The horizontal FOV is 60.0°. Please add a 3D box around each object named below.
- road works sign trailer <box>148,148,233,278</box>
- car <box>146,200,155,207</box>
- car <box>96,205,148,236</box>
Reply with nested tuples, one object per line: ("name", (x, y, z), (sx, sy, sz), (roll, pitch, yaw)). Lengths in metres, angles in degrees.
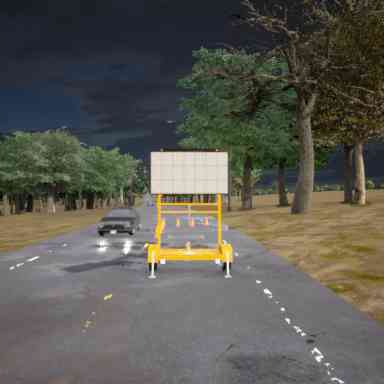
("road works sign trailer", (-0.082, 0.481, 10.183), (2.380, 3.560, 2.880), (0, 0, -2))
("car", (-9.938, 2.774, 79.719), (2.128, 1.511, 4.902), (0, -2, -8))
("car", (-4.007, 1.645, 19.210), (2.033, 1.411, 5.357), (0, -1, -2))
